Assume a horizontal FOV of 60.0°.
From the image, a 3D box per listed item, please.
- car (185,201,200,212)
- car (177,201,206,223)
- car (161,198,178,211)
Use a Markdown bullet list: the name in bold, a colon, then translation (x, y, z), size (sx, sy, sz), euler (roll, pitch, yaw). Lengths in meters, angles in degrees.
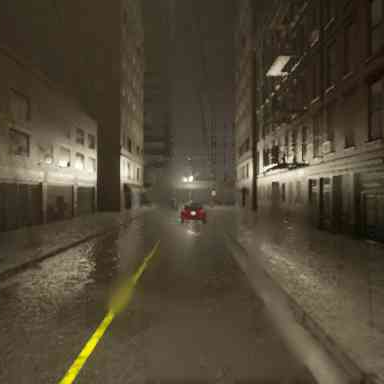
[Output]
- **car**: translation (0.114, 1.872, 43.901), size (1.895, 1.301, 4.718), euler (0, 0, 0)
- **car**: translation (0.108, 1.653, 27.395), size (2.163, 1.488, 4.792), euler (0, 0, 0)
- **car**: translation (-3.001, 1.633, 45.372), size (2.097, 1.767, 4.553), euler (0, 0, 0)
